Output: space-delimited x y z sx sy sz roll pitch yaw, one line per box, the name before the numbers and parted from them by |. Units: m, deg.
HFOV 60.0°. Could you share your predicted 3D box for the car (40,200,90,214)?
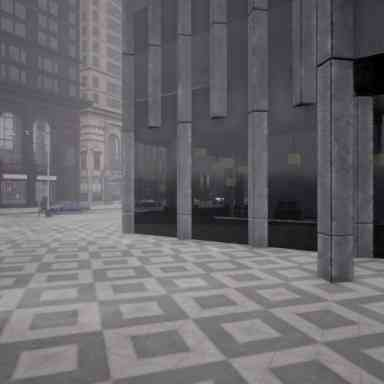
car | -13.946 1.619 36.902 2.033 1.411 5.357 0 0 35
